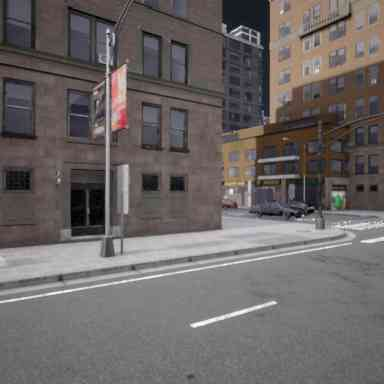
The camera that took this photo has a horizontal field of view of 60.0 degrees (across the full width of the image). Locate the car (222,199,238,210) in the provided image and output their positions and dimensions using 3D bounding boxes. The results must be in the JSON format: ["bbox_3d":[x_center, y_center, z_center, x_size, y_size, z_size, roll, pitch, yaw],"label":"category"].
[{"bbox_3d":[4.182,1.589,43.298,1.802,1.307,4.206,0,0,-35],"label":"car"}]

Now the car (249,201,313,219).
[{"bbox_3d":[7.428,1.537,29.170,2.033,1.411,5.357,0,0,-37],"label":"car"}]

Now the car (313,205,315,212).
[{"bbox_3d":[10.545,1.575,34.298,1.947,1.339,4.313,0,0,-35],"label":"car"}]
